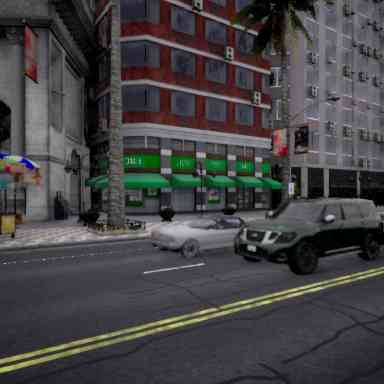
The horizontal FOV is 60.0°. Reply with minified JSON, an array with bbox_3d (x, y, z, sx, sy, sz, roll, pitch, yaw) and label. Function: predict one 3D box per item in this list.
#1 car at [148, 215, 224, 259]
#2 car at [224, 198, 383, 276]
[{"bbox_3d":[0.745,1.601,12.807,4.718,1.301,1.895,0,0,-33],"label":"car"},{"bbox_3d":[3.959,1.225,10.744,5.566,2.045,2.150,1,0,-34],"label":"car"}]
